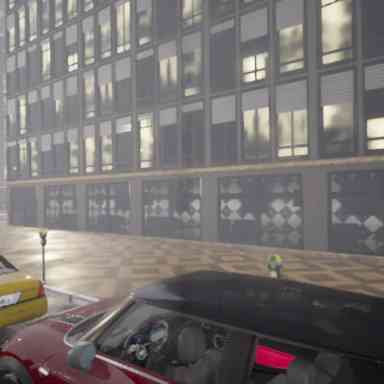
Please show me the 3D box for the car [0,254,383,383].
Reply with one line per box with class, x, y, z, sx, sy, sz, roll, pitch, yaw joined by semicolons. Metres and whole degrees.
car;0.015;1.448;2.883;4.097;1.590;1.967;0;-1;35
